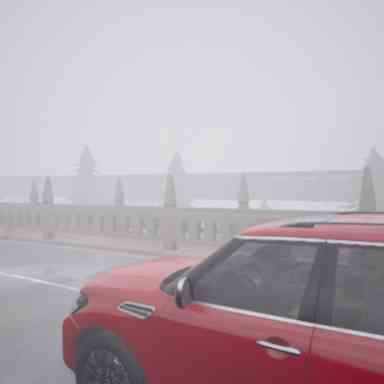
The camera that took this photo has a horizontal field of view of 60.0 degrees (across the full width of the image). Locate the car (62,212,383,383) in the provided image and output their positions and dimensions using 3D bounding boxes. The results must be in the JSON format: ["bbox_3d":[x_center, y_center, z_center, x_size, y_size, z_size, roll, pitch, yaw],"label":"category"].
[{"bbox_3d":[1.235,1.207,2.949,5.566,2.045,2.150,0,0,35],"label":"car"}]
